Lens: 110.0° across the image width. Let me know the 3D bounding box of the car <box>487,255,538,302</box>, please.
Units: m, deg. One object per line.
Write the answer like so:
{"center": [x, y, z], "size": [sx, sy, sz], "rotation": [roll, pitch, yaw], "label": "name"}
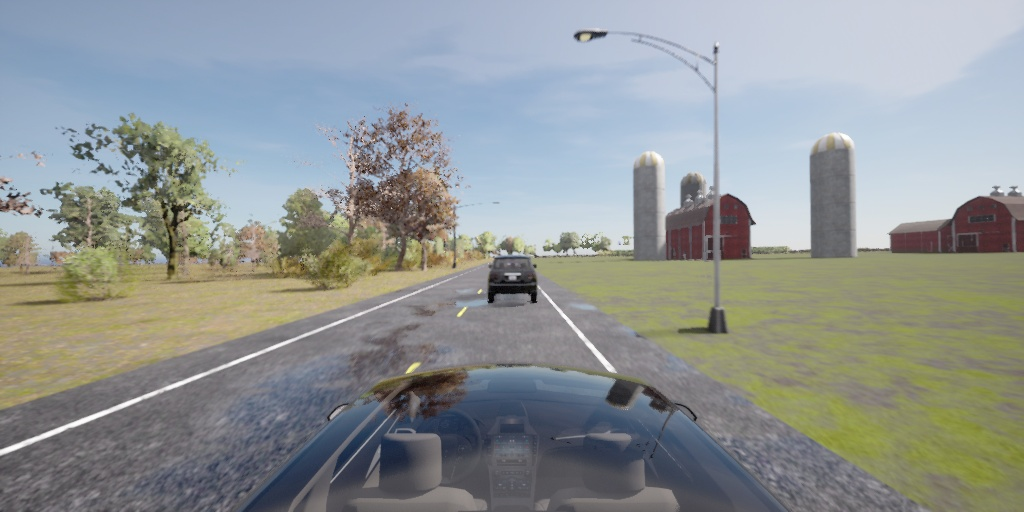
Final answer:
{"center": [0.032, 0.962, 17.134], "size": [2.150, 2.045, 5.566], "rotation": [0, 0, 0], "label": "car"}
